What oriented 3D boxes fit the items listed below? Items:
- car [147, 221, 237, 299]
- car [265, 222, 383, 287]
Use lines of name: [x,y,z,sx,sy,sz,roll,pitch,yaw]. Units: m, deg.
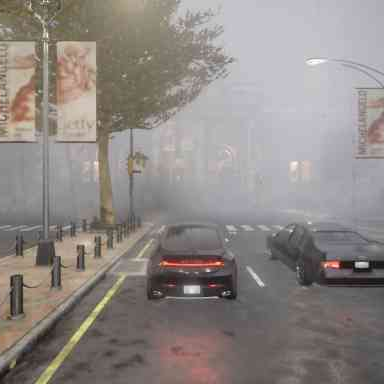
car: [-0.004,1.505,8.397,1.837,1.490,4.892,0,0,0]
car: [3.494,1.547,9.362,2.033,1.411,5.357,0,0,0]
